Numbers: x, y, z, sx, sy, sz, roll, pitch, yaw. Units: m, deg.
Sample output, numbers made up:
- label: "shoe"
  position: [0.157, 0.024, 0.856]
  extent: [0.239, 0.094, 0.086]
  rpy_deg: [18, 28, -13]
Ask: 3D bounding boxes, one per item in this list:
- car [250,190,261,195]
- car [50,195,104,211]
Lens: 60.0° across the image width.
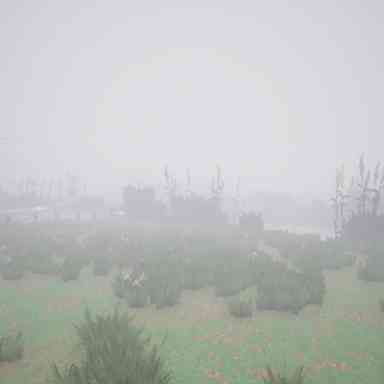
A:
- label: "car"
  position: [10.286, 0.765, 47.464]
  extent: [2.150, 2.045, 5.566]
  rpy_deg: [0, -2, 44]
- label: "car"
  position: [-10.407, 1.107, 30.325]
  extent: [1.837, 1.490, 4.892]
  rpy_deg: [0, 3, 41]
